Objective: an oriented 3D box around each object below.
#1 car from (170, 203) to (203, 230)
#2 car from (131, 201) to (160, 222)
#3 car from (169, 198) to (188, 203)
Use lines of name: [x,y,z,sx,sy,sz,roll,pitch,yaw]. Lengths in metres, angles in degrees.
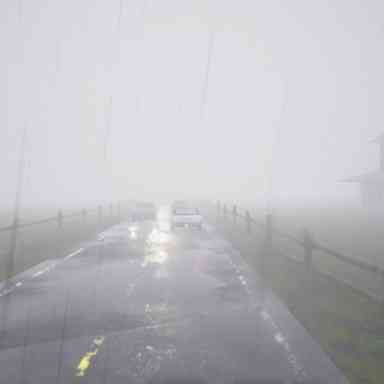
car: [-0.407,1.599,20.914,1.895,1.301,4.718,0,0,-2]
car: [-3.612,1.506,26.065,1.837,1.490,4.892,0,0,-3]
car: [-1.486,1.512,38.438,1.837,1.490,4.892,0,0,-4]
